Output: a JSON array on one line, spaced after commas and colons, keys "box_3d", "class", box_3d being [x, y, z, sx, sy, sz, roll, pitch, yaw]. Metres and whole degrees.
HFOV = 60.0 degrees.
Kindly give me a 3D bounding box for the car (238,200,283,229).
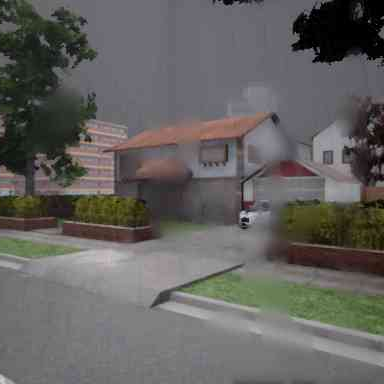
[{"box_3d": [4.004, 1.167, 17.454, 1.970, 1.475, 3.806, 0, 0, 36], "class": "car"}]
